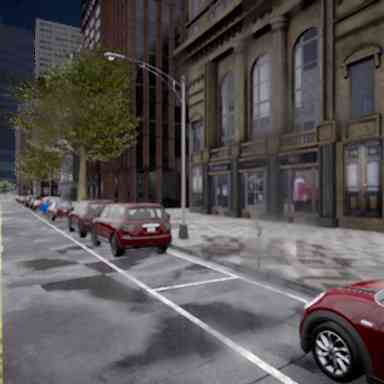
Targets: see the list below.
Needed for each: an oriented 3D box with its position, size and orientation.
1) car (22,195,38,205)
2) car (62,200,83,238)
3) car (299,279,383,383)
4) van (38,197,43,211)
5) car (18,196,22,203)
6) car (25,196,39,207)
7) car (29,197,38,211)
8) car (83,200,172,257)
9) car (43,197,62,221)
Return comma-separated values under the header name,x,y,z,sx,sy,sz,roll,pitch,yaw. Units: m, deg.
name,x,y,z,sx,sy,sz,roll,pitch,yaw
car,-24.959,1.440,52.261,2.192,1.841,5.009,0,0,-30
car,-5.340,1.341,18.004,2.192,1.841,5.009,0,0,-30
car,3.068,1.442,3.322,1.967,1.590,4.097,0,0,-30
van,-13.748,1.398,32.686,1.690,1.788,3.998,0,0,-30
car,-33.366,1.758,66.941,1.947,1.339,4.313,0,0,-30
car,-22.156,1.669,47.365,1.947,1.339,4.313,0,0,-30
car,-19.354,1.665,42.473,1.802,1.307,4.206,0,0,-30
car,-2.538,1.331,13.110,2.192,1.841,5.009,0,0,-30
car,-10.945,1.487,27.792,1.967,1.590,4.097,0,0,-30
